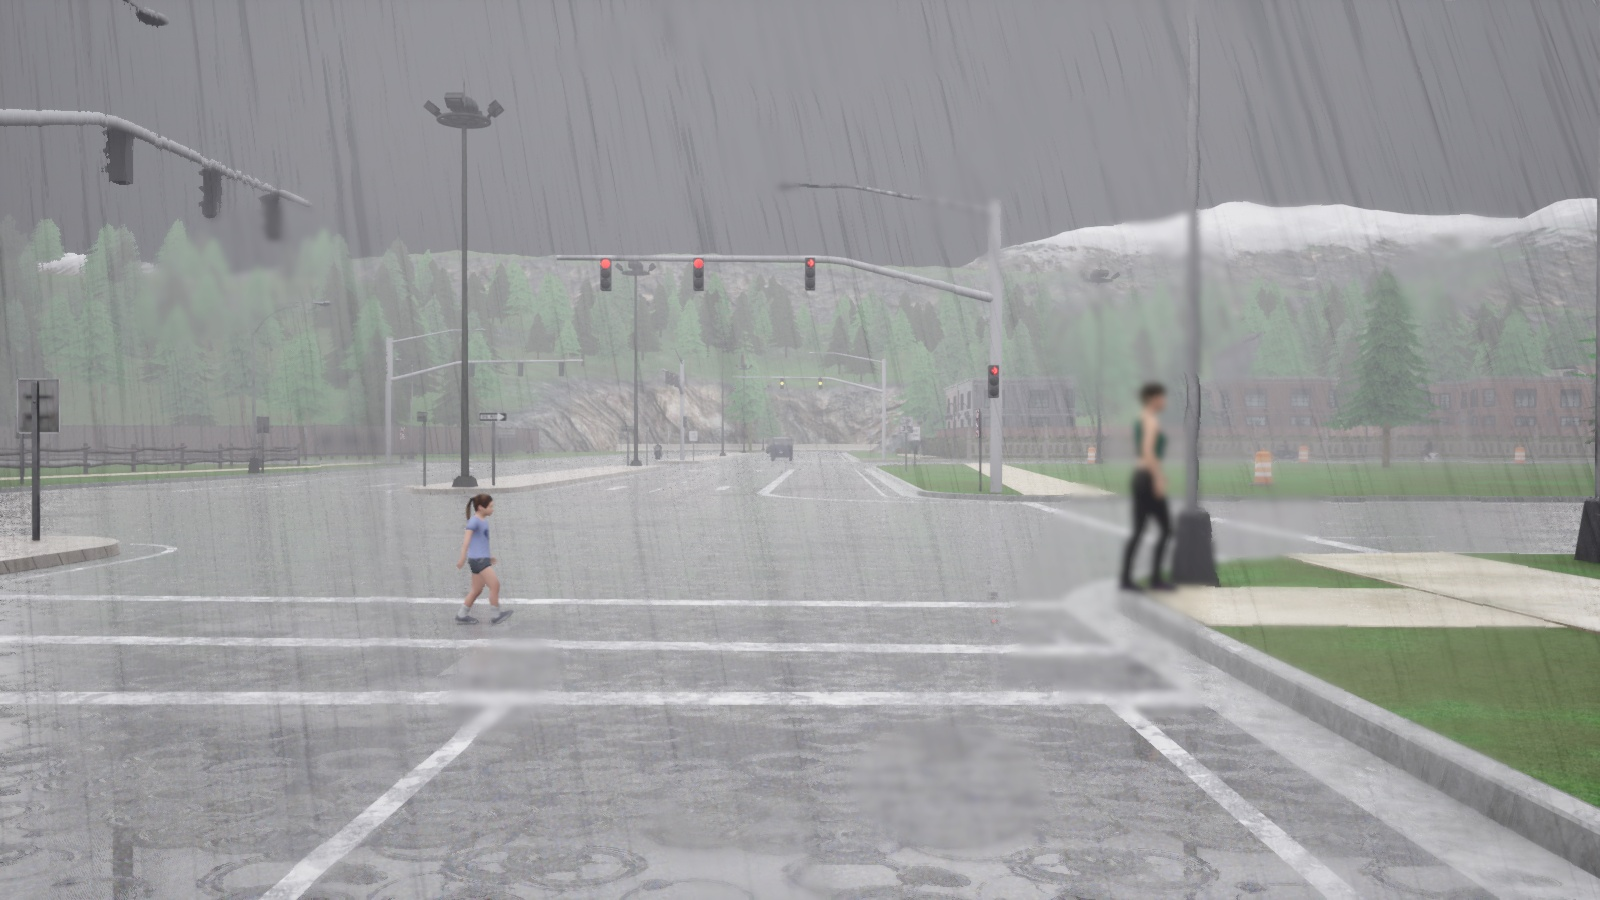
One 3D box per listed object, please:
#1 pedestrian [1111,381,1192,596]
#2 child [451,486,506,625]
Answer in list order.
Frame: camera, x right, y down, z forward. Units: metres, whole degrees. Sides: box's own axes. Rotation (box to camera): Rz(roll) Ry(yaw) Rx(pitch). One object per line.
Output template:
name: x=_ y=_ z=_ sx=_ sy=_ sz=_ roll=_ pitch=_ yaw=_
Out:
pedestrian: x=3.034 y=0.326 z=10.866 sx=0.594 sy=1.836 sz=0.345 roll=0 pitch=0 yaw=-3
child: x=-2.631 y=0.855 z=10.291 sx=0.394 sy=1.110 sz=0.255 roll=0 pitch=0 yaw=-5
